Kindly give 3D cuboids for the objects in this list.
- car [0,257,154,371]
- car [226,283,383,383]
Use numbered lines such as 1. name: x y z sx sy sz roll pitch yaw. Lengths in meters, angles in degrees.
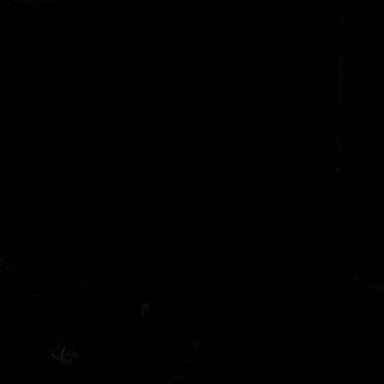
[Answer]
1. car: -2.786 1.819 5.727 4.313 1.339 1.947 2 -3 12
2. car: 2.674 1.994 4.561 4.313 1.339 1.947 2 -3 12
